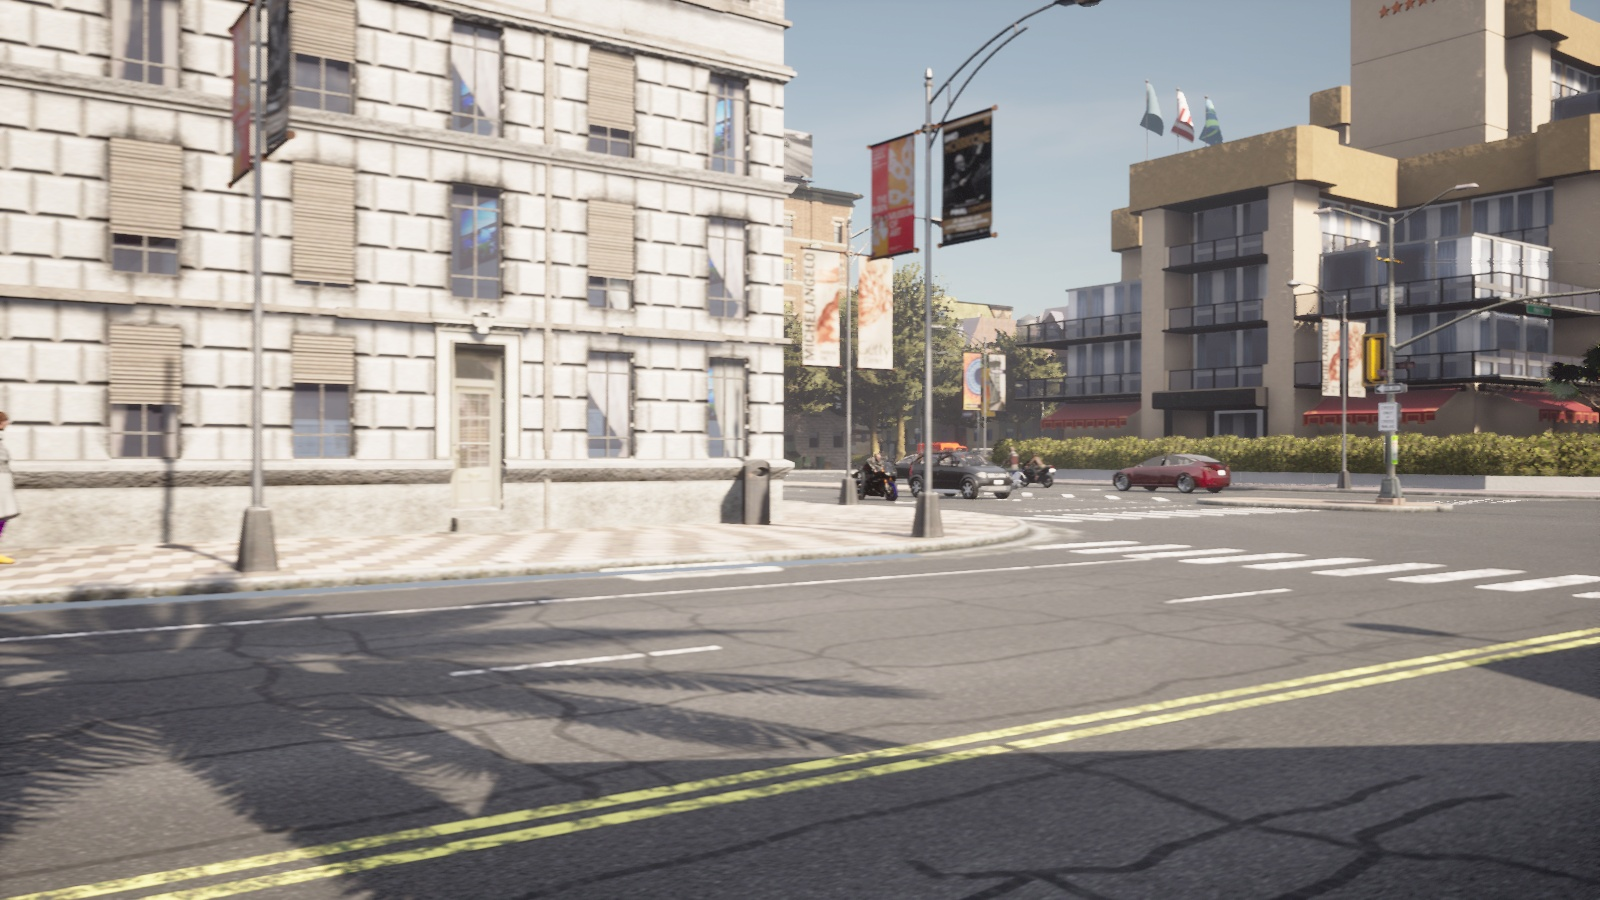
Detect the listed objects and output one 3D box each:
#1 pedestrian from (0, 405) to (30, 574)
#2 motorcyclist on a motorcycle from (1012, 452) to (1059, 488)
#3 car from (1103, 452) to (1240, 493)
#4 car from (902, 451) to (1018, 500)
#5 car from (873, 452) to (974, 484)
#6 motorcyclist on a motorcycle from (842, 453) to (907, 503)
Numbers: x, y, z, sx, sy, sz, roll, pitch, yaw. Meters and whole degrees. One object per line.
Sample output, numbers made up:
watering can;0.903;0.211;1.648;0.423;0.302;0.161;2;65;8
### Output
pedestrian;-9.575;0.458;14.750;0.873;1.952;0.659;0;0;-28
motorcyclist on a motorcycle;10.207;0.839;54.505;0.797;1.523;2.044;0;0;-35
car;14.334;0.834;48.683;2.163;1.488;4.792;0;0;-35
car;5.250;0.814;41.614;1.789;1.549;3.705;0;0;-35
car;5.895;0.837;60.528;2.128;1.511;4.902;0;0;-35
motorcyclist on a motorcycle;2.332;0.872;39.678;0.866;1.530;2.191;0;0;-35
